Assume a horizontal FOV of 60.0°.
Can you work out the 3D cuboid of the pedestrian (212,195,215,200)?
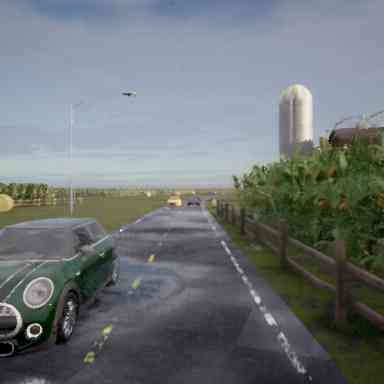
[{"bbox_3d":[2.976,1.253,46.759,0.375,1.860,0.375,0,1,-2],"label":"pedestrian"}]

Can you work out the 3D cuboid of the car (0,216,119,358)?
[{"bbox_3d":[-2.851,1.348,6.352,2.097,1.767,4.553,0,0,0],"label":"car"}]

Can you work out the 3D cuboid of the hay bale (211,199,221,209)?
[{"bbox_3d":[3.257,1.626,45.478,1.220,1.180,1.240,0,1,1],"label":"hay bale"}]

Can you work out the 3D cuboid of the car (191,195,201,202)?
[{"bbox_3d":[0.870,1.304,68.859,1.837,1.490,4.892,0,0,3],"label":"car"}]

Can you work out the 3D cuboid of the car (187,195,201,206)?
[{"bbox_3d":[0.307,1.527,53.476,1.994,1.385,4.181,0,0,2],"label":"car"}]

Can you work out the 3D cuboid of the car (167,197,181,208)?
[{"bbox_3d":[-2.610,1.445,48.844,1.882,1.535,5.008,0,0,2],"label":"car"}]
